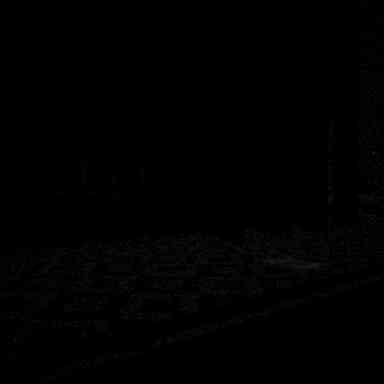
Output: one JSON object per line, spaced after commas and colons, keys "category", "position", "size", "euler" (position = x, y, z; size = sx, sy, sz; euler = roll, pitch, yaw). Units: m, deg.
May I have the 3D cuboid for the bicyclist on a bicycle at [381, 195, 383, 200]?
{"category": "bicyclist on a bicycle", "position": [24.116, 1.133, 41.855], "size": [1.656, 1.620, 0.582], "euler": [0, 1, -35]}

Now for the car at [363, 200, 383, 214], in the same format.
{"category": "car", "position": [18.069, 1.443, 30.536], "size": [2.008, 1.369, 4.403], "euler": [1, 0, -35]}
